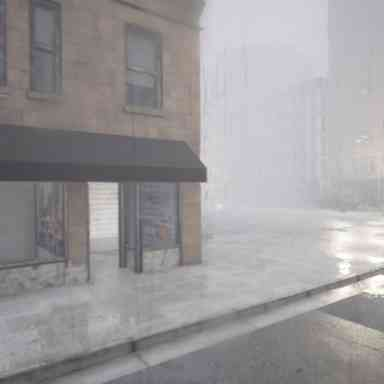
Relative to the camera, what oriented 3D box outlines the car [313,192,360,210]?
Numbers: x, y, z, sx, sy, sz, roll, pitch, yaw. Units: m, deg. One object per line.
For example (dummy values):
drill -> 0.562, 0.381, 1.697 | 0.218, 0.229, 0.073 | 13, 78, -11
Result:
car -> 17.224, 1.080, 39.869 | 2.150, 2.045, 5.566 | -1, 0, -26
